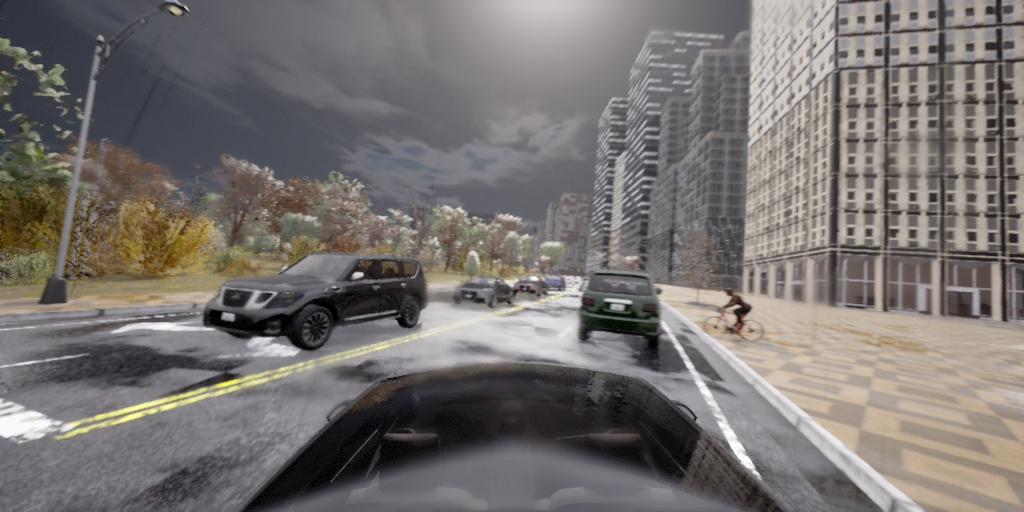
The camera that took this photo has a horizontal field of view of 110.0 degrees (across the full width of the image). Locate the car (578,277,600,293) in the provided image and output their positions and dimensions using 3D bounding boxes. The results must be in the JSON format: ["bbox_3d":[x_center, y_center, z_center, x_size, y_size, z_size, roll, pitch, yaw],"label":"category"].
[{"bbox_3d":[8.038,2.955,37.019,1.812,1.442,4.674,4,-2,16],"label":"car"}]

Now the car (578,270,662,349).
[{"bbox_3d":[3.540,1.522,11.532,2.150,2.045,5.566,3,-2,20],"label":"car"}]

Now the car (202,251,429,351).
[{"bbox_3d":[-4.275,0.901,9.171,2.150,2.045,5.566,3,-2,19],"label":"car"}]

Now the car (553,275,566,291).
[{"bbox_3d":[4.282,2.652,36.074,1.812,1.442,4.674,4,-2,17],"label":"car"}]

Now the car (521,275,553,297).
[{"bbox_3d":[1.449,2.195,26.722,1.994,1.385,4.181,4,-2,17],"label":"car"}]

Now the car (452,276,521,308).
[{"bbox_3d":[-1.307,1.730,18.057,1.994,1.385,4.181,3,-2,19],"label":"car"}]

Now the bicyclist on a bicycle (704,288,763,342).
[{"bbox_3d":[6.981,1.836,11.291,1.656,1.620,0.582,3,-2,19],"label":"bicyclist on a bicycle"}]
